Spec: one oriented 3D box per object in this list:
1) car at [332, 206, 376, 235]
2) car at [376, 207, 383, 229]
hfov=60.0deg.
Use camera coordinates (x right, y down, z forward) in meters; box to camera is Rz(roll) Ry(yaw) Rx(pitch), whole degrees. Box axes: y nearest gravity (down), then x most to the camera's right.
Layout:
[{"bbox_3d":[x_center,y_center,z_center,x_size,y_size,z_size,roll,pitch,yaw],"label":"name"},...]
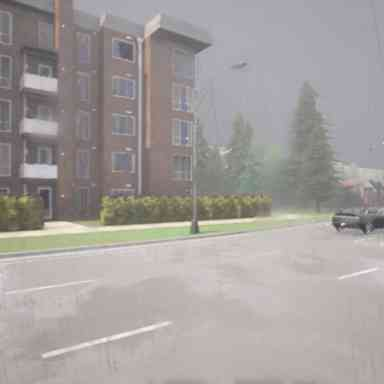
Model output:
[{"bbox_3d":[10.274,1.593,19.682,4.902,1.511,2.128,0,0,-36],"label":"car"},{"bbox_3d":[11.645,1.319,16.361,5.566,2.045,2.150,0,0,-36],"label":"car"}]
